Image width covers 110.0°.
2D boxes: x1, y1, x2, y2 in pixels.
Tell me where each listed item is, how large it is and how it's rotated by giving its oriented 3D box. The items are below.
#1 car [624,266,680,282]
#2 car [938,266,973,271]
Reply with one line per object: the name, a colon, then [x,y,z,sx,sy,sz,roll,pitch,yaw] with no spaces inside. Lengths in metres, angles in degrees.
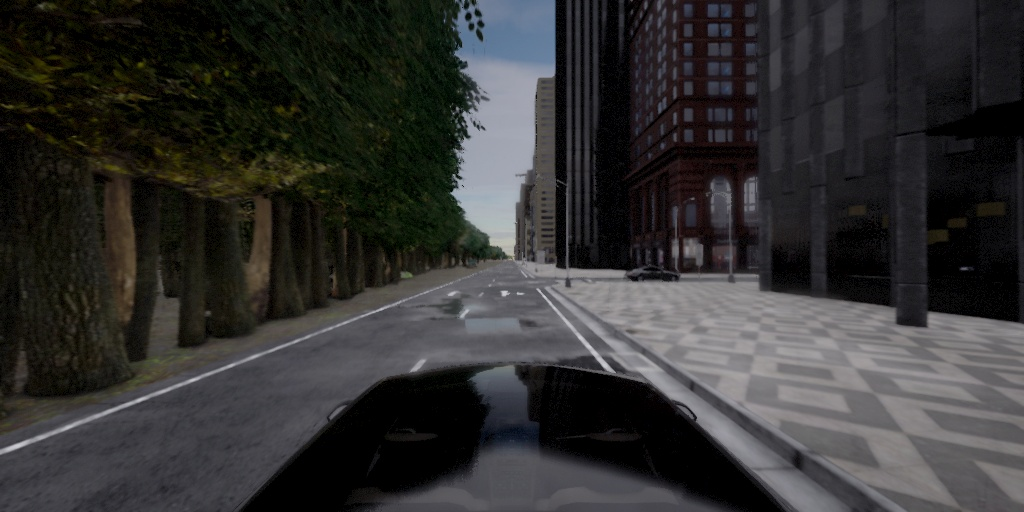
car: [12.262,1.588,31.477,4.674,1.442,1.812,0,0,0]
car: [40.669,1.551,31.462,5.357,1.411,2.033,0,0,1]
